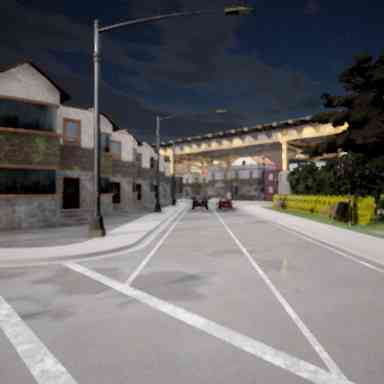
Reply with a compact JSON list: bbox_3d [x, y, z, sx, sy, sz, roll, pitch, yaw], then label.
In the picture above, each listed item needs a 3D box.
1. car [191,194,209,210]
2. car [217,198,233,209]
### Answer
[{"bbox_3d":[1.105,1.306,45.591,2.150,2.045,5.566,0,0,2],"label":"car"},{"bbox_3d":[4.655,1.562,47.182,1.882,1.535,5.008,0,0,2],"label":"car"}]
